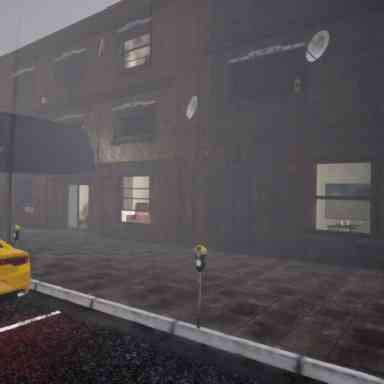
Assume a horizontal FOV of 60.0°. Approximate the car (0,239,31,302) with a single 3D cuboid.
[{"bbox_3d":[-5.472,1.475,7.143,5.008,1.535,1.882,0,0,35],"label":"car"}]
